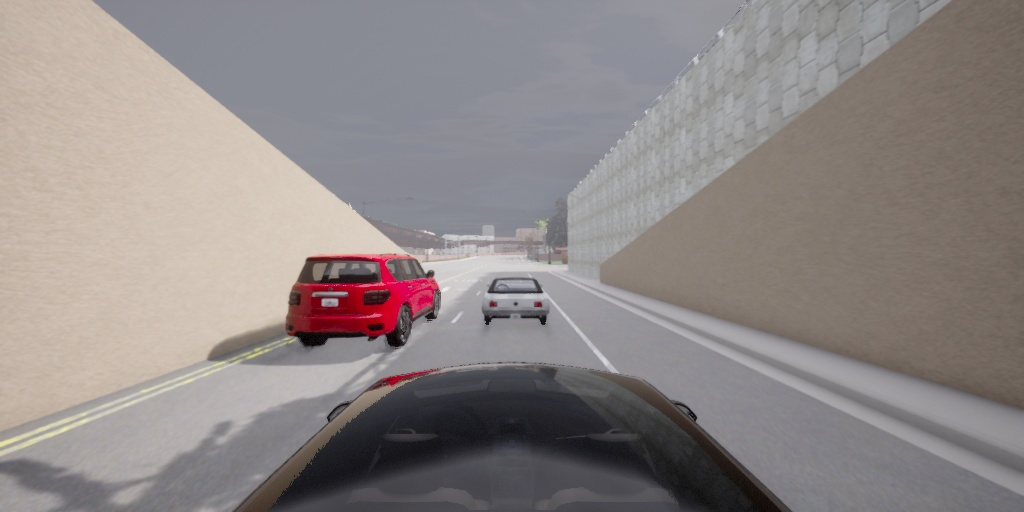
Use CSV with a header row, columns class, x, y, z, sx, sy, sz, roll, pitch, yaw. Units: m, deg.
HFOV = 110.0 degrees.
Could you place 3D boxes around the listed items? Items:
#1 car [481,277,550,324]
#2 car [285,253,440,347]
class,x,y,z,sx,sy,sz,roll,pitch,yaw
car,0.099,1.335,11.911,1.895,1.301,4.718,0,0,0
car,-3.400,0.959,9.379,2.150,2.045,5.566,0,0,0
